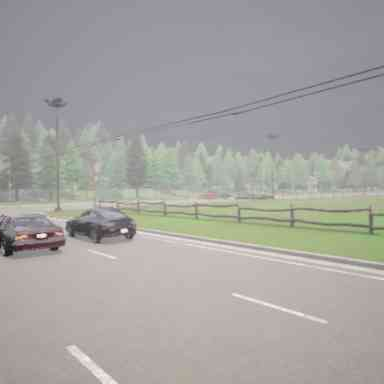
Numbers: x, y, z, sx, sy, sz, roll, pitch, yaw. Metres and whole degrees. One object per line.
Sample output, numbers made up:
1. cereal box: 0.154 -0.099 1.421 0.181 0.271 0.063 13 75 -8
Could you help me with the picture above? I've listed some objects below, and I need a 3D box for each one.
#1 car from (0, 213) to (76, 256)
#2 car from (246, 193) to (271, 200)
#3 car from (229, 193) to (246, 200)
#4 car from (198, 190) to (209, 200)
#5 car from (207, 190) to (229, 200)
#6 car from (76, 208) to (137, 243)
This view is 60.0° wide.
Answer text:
1. car: -6.764 1.547 13.219 2.033 1.411 5.357 -1 1 -41
2. car: 13.476 0.979 65.957 4.718 1.301 1.895 -1 0 -40
3. car: 10.790 0.941 68.250 5.357 1.411 2.033 -1 1 -40
4. car: 3.958 0.666 76.224 5.566 2.045 2.150 -1 0 -40
5. car: 6.250 0.927 73.577 4.892 1.490 1.837 -1 0 -40
6. car: -4.372 1.476 15.805 1.812 1.442 4.674 -1 1 -41
